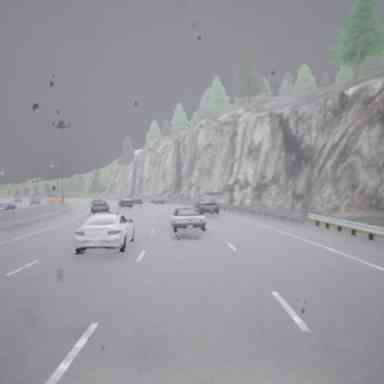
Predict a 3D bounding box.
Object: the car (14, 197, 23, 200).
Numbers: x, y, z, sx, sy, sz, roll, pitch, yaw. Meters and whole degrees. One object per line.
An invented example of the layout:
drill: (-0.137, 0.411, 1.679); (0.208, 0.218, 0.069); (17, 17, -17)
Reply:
car: (-41.975, 2.046, 80.638); (1.837, 1.490, 4.892); (-1, 0, -26)

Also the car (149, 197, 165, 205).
car: (-6.631, 1.680, 63.328); (2.033, 1.411, 5.357); (-1, 0, -22)

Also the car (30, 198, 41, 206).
car: (-33.782, 1.994, 71.809); (2.097, 1.767, 4.553); (-1, 0, -26)

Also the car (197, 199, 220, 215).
car: (1.357, 1.463, 32.918); (2.128, 1.511, 4.902); (-1, 0, -11)

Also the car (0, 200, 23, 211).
car: (-21.250, 1.976, 37.685); (2.033, 1.411, 5.357); (-1, 0, -12)

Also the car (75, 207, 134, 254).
car: (-3.502, 1.596, 13.830); (1.812, 1.442, 4.674); (-1, 0, -4)

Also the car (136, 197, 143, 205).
car: (-10.674, 1.719, 63.164); (1.837, 1.490, 4.892); (0, -1, -22)

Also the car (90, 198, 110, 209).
car: (-10.150, 1.695, 36.868); (2.128, 1.511, 4.902); (-1, 0, -12)

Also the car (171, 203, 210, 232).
car: (-0.334, 1.606, 20.479); (1.895, 1.301, 4.718); (-1, 0, -6)

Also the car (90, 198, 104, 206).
car: (-17.792, 1.863, 62.143); (1.837, 1.490, 4.892); (0, -1, -22)

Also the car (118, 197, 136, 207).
car: (-10.798, 1.695, 53.589); (1.882, 1.535, 5.008); (0, 0, -19)
